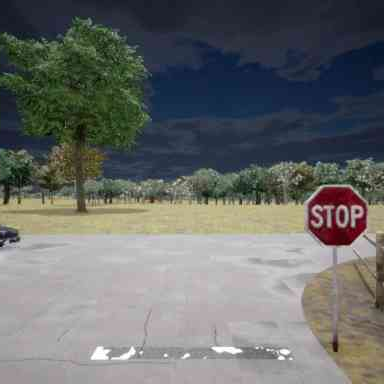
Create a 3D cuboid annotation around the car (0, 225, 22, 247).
[{"bbox_3d":[-9.519,1.517,12.907,5.357,1.411,2.033,0,-1,10],"label":"car"}]
